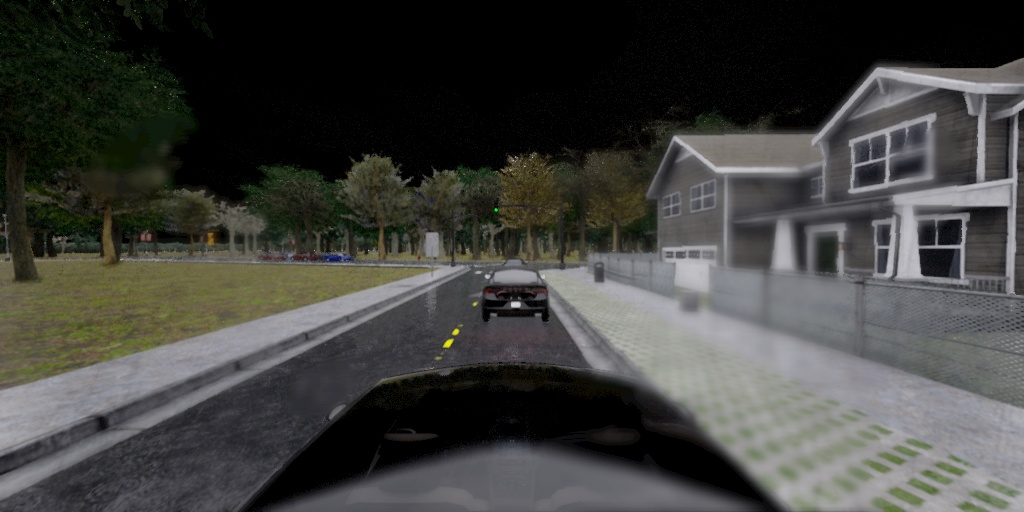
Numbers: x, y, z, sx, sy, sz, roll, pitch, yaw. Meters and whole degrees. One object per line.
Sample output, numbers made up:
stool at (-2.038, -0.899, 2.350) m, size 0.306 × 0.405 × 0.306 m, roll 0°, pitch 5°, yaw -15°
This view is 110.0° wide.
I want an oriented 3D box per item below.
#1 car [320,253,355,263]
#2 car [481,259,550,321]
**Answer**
car at (-26.341, 0.252, 54.754) m, size 5.008 × 1.535 × 1.882 m, roll 0°, pitch 1°, yaw 24°
car at (0.108, 1.040, 11.646) m, size 1.882 × 1.535 × 5.008 m, roll 0°, pitch 1°, yaw 0°
